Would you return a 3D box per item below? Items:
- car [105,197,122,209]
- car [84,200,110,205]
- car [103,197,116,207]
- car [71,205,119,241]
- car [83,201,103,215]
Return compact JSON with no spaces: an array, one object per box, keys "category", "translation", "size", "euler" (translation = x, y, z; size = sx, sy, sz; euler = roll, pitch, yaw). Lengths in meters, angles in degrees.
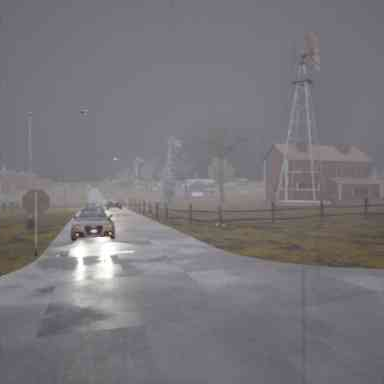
[{"category":"car","translation":[-11.555,1.626,49.013],"size":[2.097,1.767,4.553],"euler":[0,-1,-16]},{"category":"car","translation":[-8.007,1.628,26.848],"size":[2.033,1.411,5.357],"euler":[0,0,-17]},{"category":"car","translation":[-14.982,1.778,60.495],"size":[2.097,1.767,4.553],"euler":[0,-1,-17]},{"category":"car","translation":[-5.029,1.594,16.875],"size":[1.994,1.385,4.181],"euler":[0,0,-18]},{"category":"car","translation":[-11.152,1.730,37.439],"size":[1.994,1.385,4.181],"euler":[0,-1,-17]}]
